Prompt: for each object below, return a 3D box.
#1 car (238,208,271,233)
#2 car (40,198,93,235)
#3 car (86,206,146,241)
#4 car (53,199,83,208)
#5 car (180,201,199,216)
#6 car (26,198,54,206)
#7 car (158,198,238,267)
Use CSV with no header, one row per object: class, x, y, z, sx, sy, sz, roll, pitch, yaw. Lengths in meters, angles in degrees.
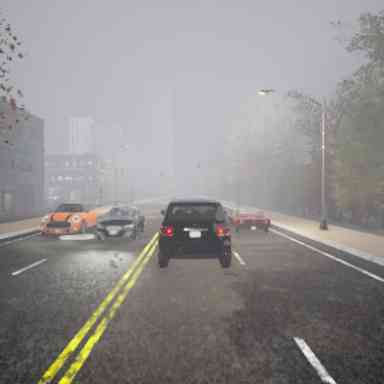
car,3.203,1.610,19.688,1.895,1.301,4.718,0,0,-1
car,-6.730,1.362,18.843,2.097,1.767,4.553,0,0,-1
car,-3.450,1.501,16.895,2.128,1.511,4.902,0,0,-1
car,-20.679,1.850,55.440,4.313,1.339,1.947,-1,1,-1
car,-0.273,1.619,33.998,1.895,1.301,4.718,0,0,-1
car,-29.149,1.853,63.816,4.403,1.369,2.008,-1,1,-1
car,0.060,1.227,11.561,2.150,2.045,5.566,0,0,-1
